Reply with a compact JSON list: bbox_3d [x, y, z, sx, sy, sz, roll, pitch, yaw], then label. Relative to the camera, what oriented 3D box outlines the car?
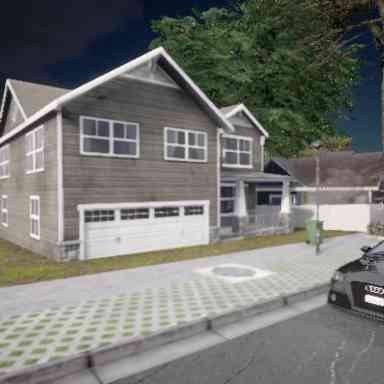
[{"bbox_3d":[4.547,1.595,6.660,4.181,1.385,1.994,0,0,-38],"label":"car"}]
